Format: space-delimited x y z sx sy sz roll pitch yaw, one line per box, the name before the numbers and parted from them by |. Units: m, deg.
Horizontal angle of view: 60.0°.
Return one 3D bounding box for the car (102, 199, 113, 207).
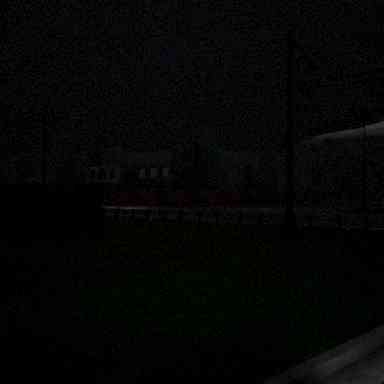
car | -14.594 1.627 51.856 4.718 1.301 1.895 0 0 29
